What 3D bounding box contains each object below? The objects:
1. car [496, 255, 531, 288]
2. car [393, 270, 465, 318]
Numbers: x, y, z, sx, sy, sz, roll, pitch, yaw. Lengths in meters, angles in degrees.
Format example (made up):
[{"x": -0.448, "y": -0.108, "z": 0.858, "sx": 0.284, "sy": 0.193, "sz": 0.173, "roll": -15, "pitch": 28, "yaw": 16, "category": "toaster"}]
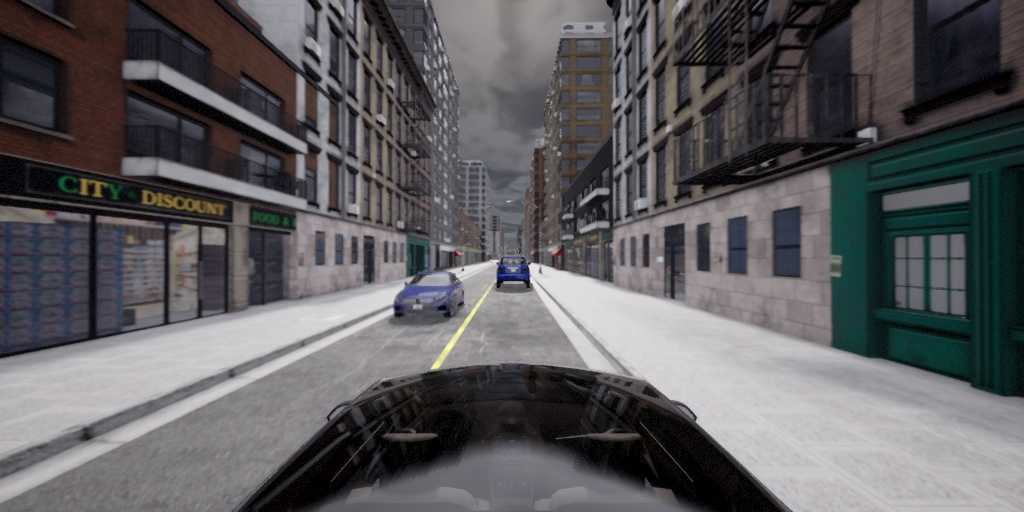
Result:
[{"x": 0.104, "y": 0.980, "z": 24.269, "sx": 2.150, "sy": 2.045, "sz": 5.566, "roll": 0, "pitch": 0, "yaw": 1, "category": "car"}, {"x": -2.836, "y": 1.279, "z": 13.153, "sx": 1.812, "sy": 1.442, "sz": 4.674, "roll": 0, "pitch": 0, "yaw": 0, "category": "car"}]
